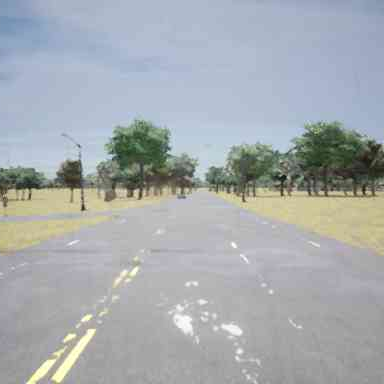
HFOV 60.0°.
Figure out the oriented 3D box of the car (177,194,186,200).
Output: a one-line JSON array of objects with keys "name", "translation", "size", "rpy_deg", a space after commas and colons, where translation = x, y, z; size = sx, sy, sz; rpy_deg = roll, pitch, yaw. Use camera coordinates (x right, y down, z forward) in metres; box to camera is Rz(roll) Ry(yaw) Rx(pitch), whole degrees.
[{"name": "car", "translation": [-2.459, 1.064, 78.944], "size": [1.994, 1.385, 4.181], "rpy_deg": [0, 1, 2]}]
